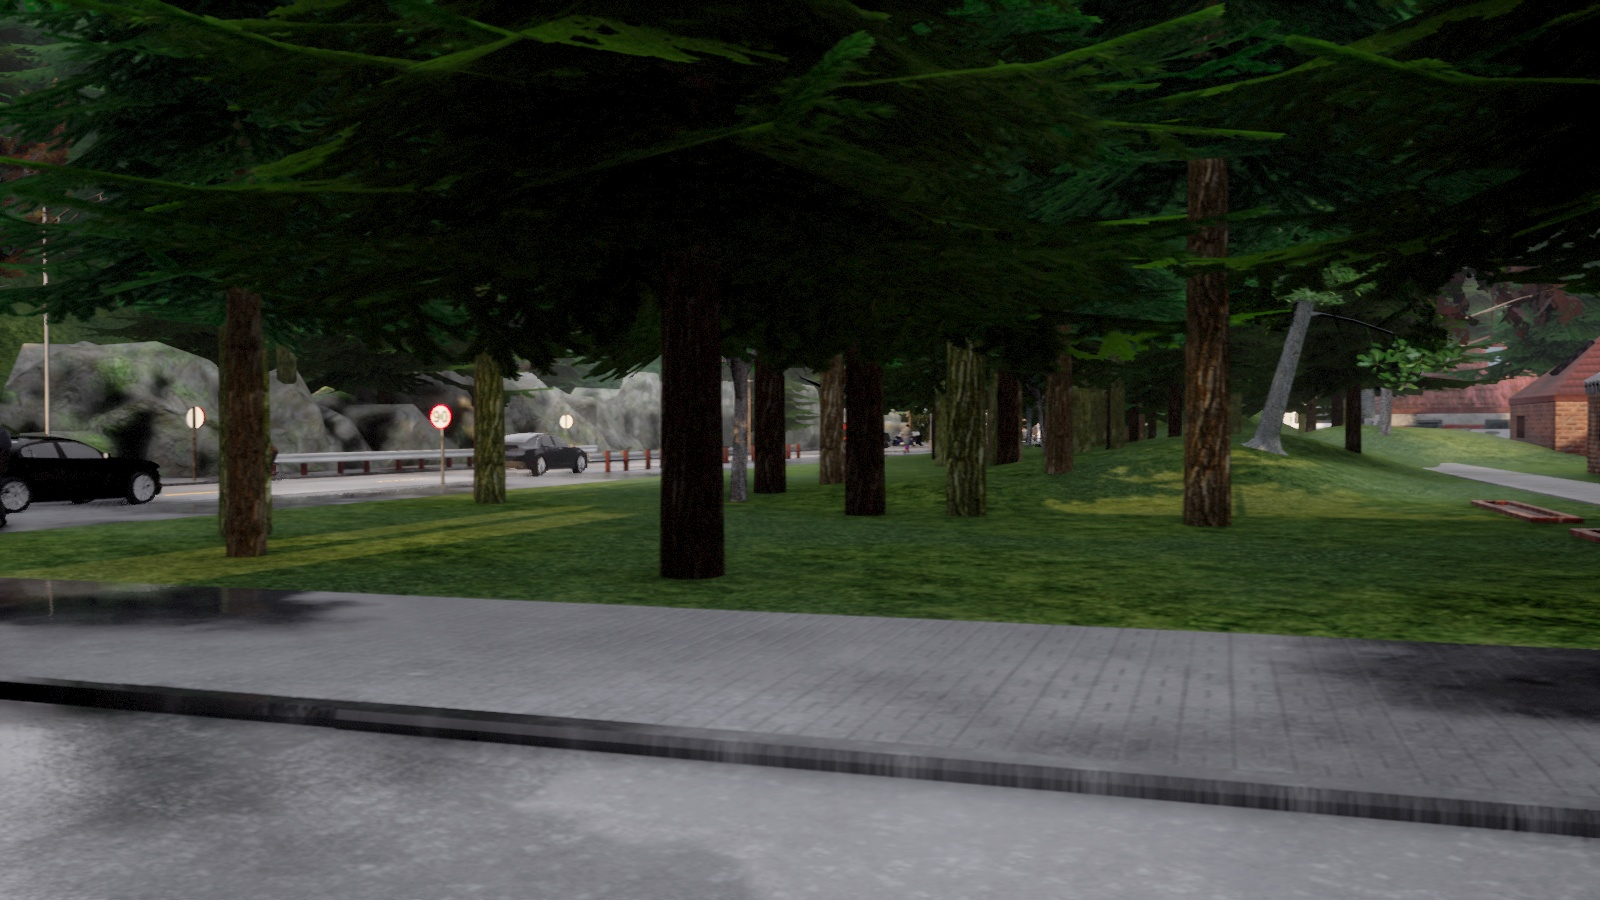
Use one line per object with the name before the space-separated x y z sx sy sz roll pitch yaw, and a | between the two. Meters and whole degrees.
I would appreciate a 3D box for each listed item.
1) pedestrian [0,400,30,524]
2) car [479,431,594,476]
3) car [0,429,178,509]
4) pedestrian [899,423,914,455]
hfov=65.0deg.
pedestrian | -12.386 0.182 19.225 0.563 1.883 0.849 1 1 18
car | -9.306 0.079 44.797 1.837 1.490 4.892 1 1 18
car | -15.558 0.330 25.930 1.882 1.535 5.008 1 1 18
pedestrian | 6.581 -0.678 77.397 0.659 1.952 0.873 1 1 26
